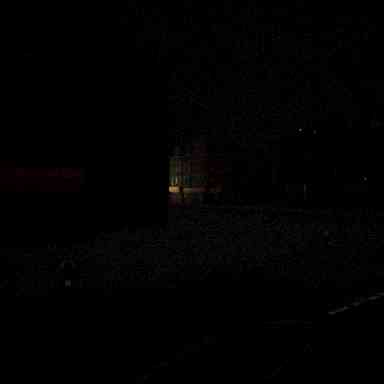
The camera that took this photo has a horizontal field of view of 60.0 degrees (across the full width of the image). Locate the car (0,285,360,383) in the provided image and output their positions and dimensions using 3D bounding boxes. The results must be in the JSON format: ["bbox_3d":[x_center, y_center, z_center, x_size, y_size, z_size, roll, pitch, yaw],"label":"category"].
[{"bbox_3d":[-0.452,1.566,2.481,4.313,1.339,1.947,0,0,-35],"label":"car"}]
